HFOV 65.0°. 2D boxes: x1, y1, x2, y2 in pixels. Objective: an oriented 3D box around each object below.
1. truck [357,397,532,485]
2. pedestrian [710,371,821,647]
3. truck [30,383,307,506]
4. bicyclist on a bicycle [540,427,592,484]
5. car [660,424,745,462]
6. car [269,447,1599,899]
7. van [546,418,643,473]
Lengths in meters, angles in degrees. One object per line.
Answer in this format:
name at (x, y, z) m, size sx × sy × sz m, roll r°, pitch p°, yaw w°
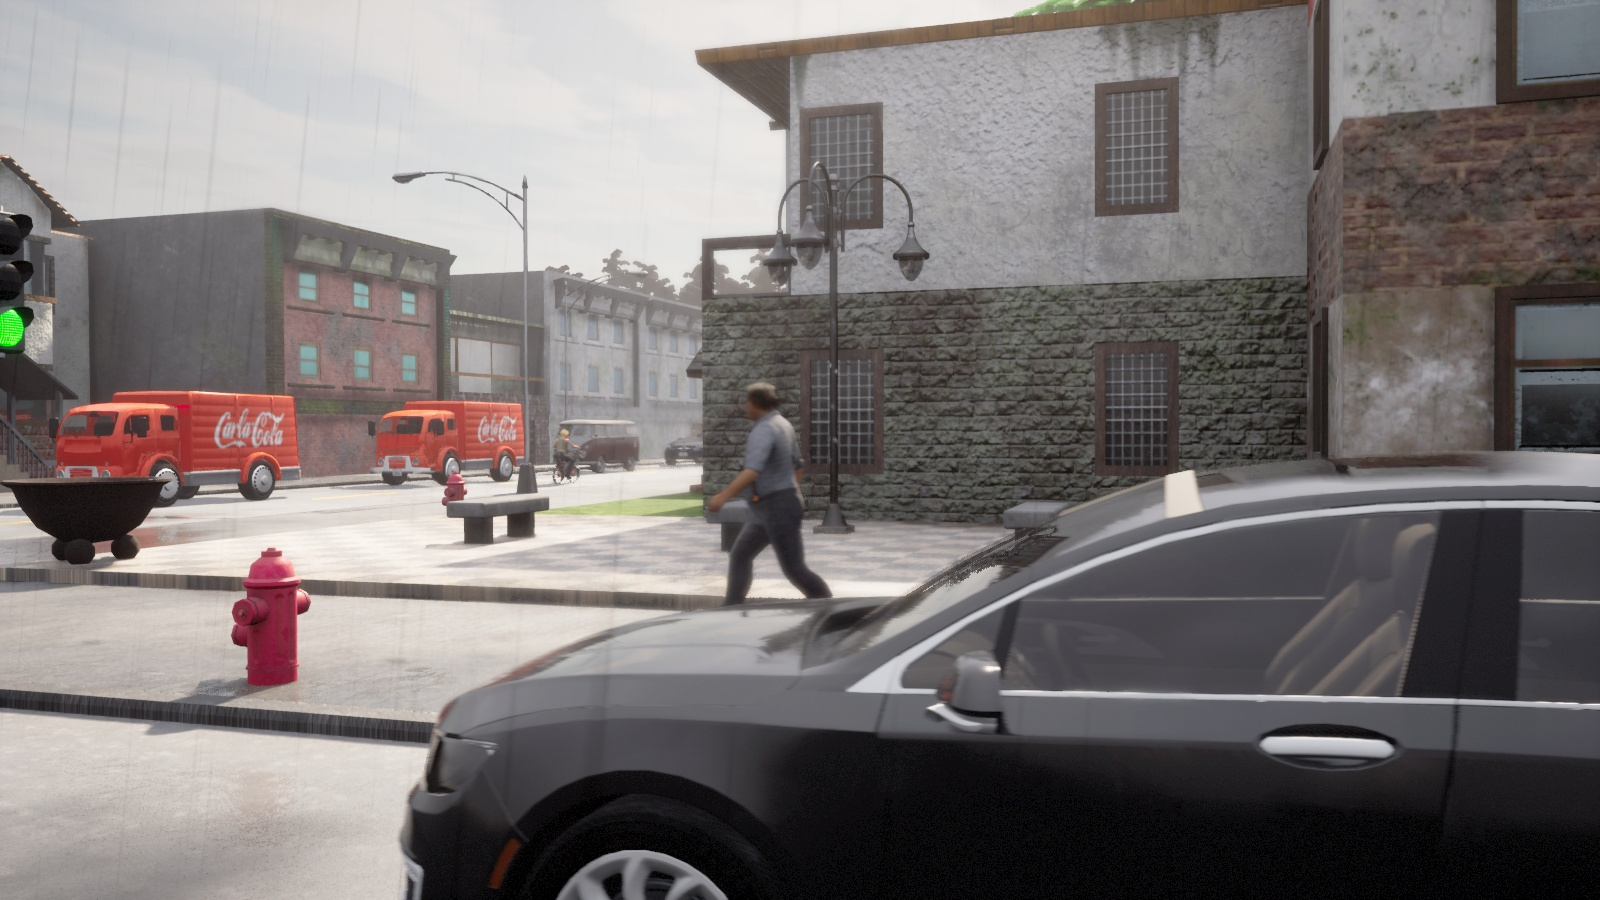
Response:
truck at (-10.604, -0.310, 37.977) m, size 2.627 × 2.467 × 5.204 m, roll 1°, pitch 1°, yaw 18°
pedestrian at (-0.230, 0.389, 8.714) m, size 0.694 × 1.848 × 0.540 m, roll 0°, pitch 1°, yaw 7°
truck at (-13.828, -0.160, 27.943) m, size 2.627 × 2.467 × 5.204 m, roll 0°, pitch 1°, yaw 17°
bicyclist on a bicycle at (-6.821, 0.150, 36.692) m, size 0.866 × 1.612 × 1.509 m, roll 1°, pitch 1°, yaw 18°
car at (-4.378, -0.331, 57.425) m, size 2.152 × 1.651 × 5.027 m, roll 1°, pitch 1°, yaw 18°
car at (1.287, 0.786, 3.269) m, size 4.892 × 1.490 × 1.837 m, roll 1°, pitch 1°, yaw 18°
van at (-7.649, -0.209, 47.210) m, size 1.775 × 1.987 × 4.442 m, roll 1°, pitch 1°, yaw 18°
